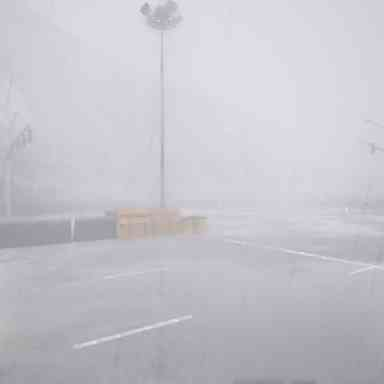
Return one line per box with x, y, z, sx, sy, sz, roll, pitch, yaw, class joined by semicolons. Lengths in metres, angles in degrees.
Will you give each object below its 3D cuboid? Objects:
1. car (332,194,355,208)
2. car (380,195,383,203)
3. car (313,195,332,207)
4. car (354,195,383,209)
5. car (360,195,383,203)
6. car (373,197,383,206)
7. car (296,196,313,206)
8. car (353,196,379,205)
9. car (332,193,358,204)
21.942;1.381;45.511;5.357;1.411;2.033;0;0;-36;car
35.804;1.255;59.606;4.892;1.490;1.837;0;0;-35;car
20.394;1.183;48.697;4.553;1.767;2.097;0;0;-35;car
22.901;1.365;41.889;4.674;1.442;1.812;0;0;-35;car
33.923;1.289;62.562;5.357;1.411;2.033;0;0;-36;car
30.041;1.392;51.275;4.718;1.301;1.895;0;0;-35;car
18.125;1.324;51.377;4.902;1.511;2.128;0;0;-36;car
28.526;1.352;54.466;4.181;1.385;1.994;0;0;-34;car
26.266;1.142;57.163;4.553;1.767;2.097;0;0;-35;car
